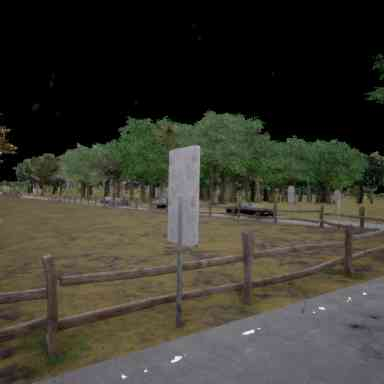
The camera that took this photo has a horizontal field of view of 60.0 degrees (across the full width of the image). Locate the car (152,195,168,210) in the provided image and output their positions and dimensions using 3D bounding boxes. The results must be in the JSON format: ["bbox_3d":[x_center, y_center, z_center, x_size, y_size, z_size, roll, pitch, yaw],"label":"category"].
[{"bbox_3d":[-2.844,1.502,40.092,2.128,1.511,4.902,2,-1,-35],"label":"car"}]

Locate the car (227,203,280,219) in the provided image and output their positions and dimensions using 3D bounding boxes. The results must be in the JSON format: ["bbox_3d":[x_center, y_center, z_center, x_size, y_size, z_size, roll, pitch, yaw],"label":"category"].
[{"bbox_3d":[5.219,1.617,28.801,1.895,1.301,4.718,2,-1,-36],"label":"car"}]

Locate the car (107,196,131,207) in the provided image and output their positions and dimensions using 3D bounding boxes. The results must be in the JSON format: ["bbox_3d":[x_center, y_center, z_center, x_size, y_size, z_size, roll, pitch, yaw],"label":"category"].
[{"bbox_3d":[-11.084,1.567,51.722,1.994,1.385,4.181,2,-1,-35],"label":"car"}]

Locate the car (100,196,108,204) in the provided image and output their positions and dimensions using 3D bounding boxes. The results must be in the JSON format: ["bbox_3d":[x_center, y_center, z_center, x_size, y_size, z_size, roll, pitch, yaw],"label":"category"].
[{"bbox_3d":[-16.052,1.577,63.597,1.812,1.442,4.674,2,-1,-35],"label":"car"}]
